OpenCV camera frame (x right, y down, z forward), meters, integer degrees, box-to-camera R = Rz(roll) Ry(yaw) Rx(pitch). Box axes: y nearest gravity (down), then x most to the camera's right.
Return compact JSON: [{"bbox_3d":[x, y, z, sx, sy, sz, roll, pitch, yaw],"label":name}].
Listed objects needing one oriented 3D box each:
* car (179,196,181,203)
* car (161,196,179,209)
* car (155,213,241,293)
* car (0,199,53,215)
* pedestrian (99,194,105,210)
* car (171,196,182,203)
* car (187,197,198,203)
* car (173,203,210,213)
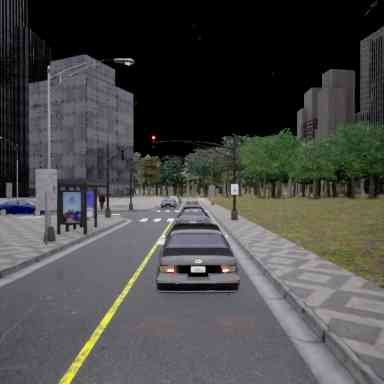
[{"bbox_3d":[-3.124,1.465,55.658,1.812,1.442,4.674,0,0,0],"label":"car"},{"bbox_3d":[-3.129,1.520,45.237,1.994,1.385,4.181,0,0,0],"label":"car"},{"bbox_3d":[0.094,1.545,8.961,2.033,1.411,5.357,0,0,-1],"label":"car"},{"bbox_3d":[-15.658,1.426,31.202,5.008,1.535,1.882,0,0,0],"label":"car"},{"bbox_3d":[-10.108,1.052,37.307,0.375,1.860,0.375,0,0,1],"label":"pedestrian"},{"bbox_3d":[-3.095,1.521,65.942,1.895,1.301,4.718,0,0,0],"label":"car"},{"bbox_3d":[0.055,1.530,61.170,1.895,1.301,4.718,0,0,0],"label":"car"},{"bbox_3d":[0.071,1.554,19.239,1.994,1.385,4.181,0,0,0],"label":"car"}]
